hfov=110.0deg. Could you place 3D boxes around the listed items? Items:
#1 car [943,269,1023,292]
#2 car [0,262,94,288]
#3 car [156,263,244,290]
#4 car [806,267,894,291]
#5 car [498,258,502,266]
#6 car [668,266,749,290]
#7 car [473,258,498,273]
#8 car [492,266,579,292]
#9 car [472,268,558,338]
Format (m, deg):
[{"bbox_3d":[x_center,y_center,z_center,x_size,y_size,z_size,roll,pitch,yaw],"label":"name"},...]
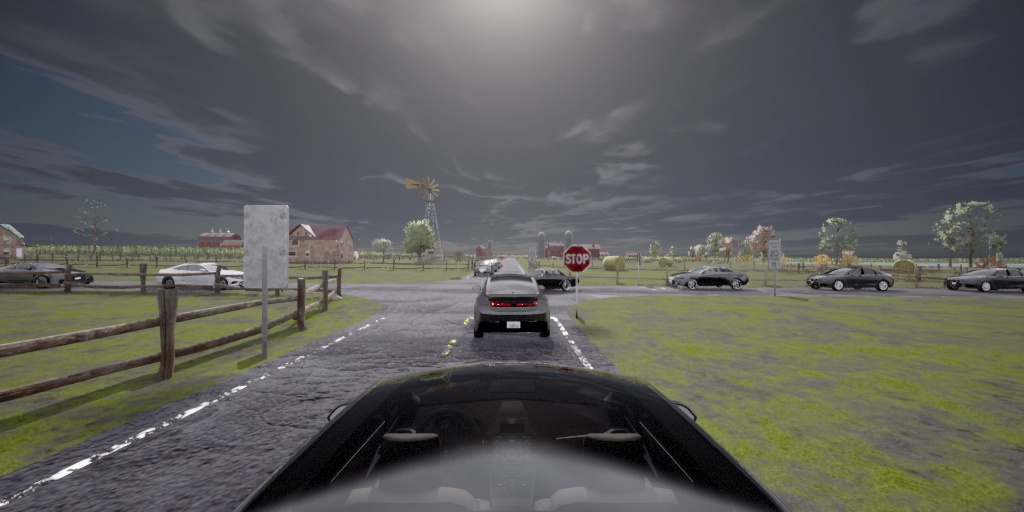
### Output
[{"bbox_3d":[31.712,1.587,23.791,4.892,1.490,1.837,1,-1,-1],"label":"car"},{"bbox_3d":[-26.356,1.048,20.086,4.181,1.385,1.994,1,-1,-1],"label":"car"},{"bbox_3d":[-17.236,1.103,20.203,4.674,1.442,1.812,1,-1,-1],"label":"car"},{"bbox_3d":[22.209,1.499,23.674,4.892,1.490,1.837,1,-1,-1],"label":"car"},{"bbox_3d":[-2.832,1.241,46.373,2.128,1.511,4.902,0,0,0],"label":"car"},{"bbox_3d":[12.808,1.397,23.508,4.902,1.511,2.128,1,-1,-2],"label":"car"},{"bbox_3d":[-2.843,1.243,36.927,2.128,1.511,4.902,0,0,0],"label":"car"},{"bbox_3d":[1.507,1.369,20.284,4.718,1.301,1.895,1,0,-35],"label":"car"},{"bbox_3d":[-0.070,1.256,10.239,1.837,1.490,4.892,0,0,-3],"label":"car"}]
